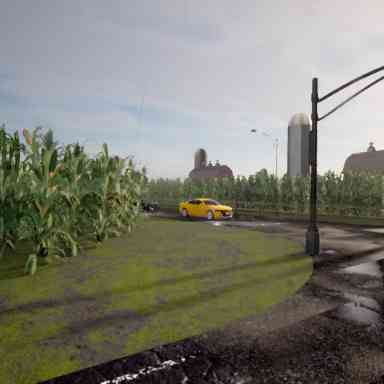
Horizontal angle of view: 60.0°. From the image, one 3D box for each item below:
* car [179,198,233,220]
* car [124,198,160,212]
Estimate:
[{"bbox_3d":[1.023,1.279,26.021,1.882,1.535,5.008,2,0,-38],"label":"car"},{"bbox_3d":[-5.171,1.322,33.950,1.895,1.301,4.718,2,0,-38],"label":"car"}]
